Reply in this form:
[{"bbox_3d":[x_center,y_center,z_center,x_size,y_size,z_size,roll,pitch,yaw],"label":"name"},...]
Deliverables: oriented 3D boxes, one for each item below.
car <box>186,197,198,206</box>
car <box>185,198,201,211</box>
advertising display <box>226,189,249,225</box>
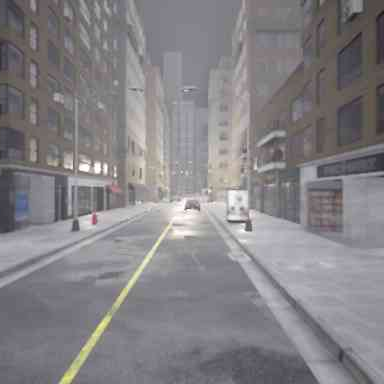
[{"bbox_3d":[0.002,1.579,54.010,1.895,1.301,4.718,0,0,0],"label":"car"},{"bbox_3d":[0.081,1.591,41.136,1.895,1.301,4.718,0,0,0],"label":"car"},{"bbox_3d":[3.136,1.024,22.788,1.540,2.440,0.280,0,0,0],"label":"advertising display"}]
